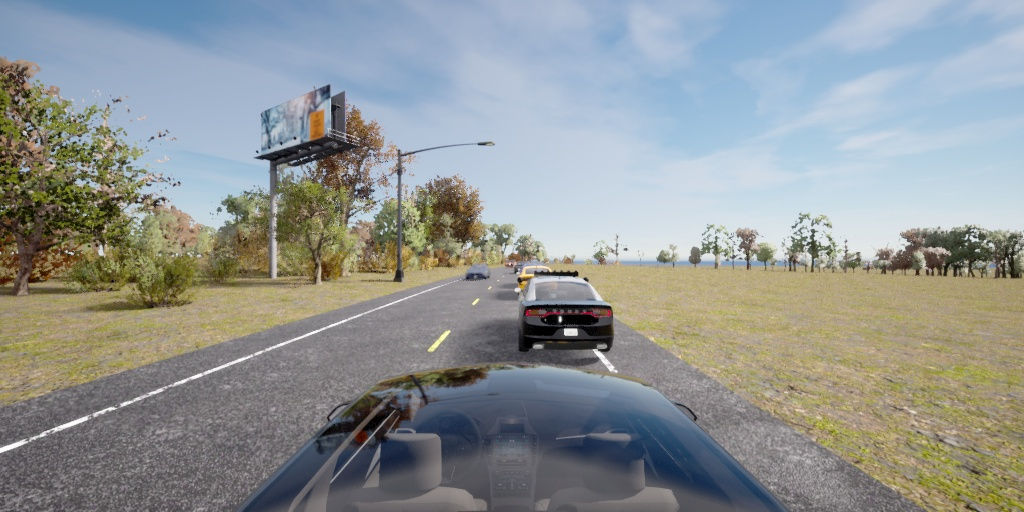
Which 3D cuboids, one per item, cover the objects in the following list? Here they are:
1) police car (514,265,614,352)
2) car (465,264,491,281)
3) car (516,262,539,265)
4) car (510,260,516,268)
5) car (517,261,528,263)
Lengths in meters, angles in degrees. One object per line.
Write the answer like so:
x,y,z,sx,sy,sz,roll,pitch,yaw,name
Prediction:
1.093,1.184,9.079,1.930,1.638,5.238,0,0,1,police car
-2.947,1.412,32.421,2.033,1.411,5.357,0,0,2,car
1.263,1.266,18.934,1.882,1.535,5.008,0,0,1,car
1.317,1.463,45.744,2.128,1.511,4.902,0,0,4,car
1.425,1.295,24.912,1.882,1.535,5.008,0,0,2,car
